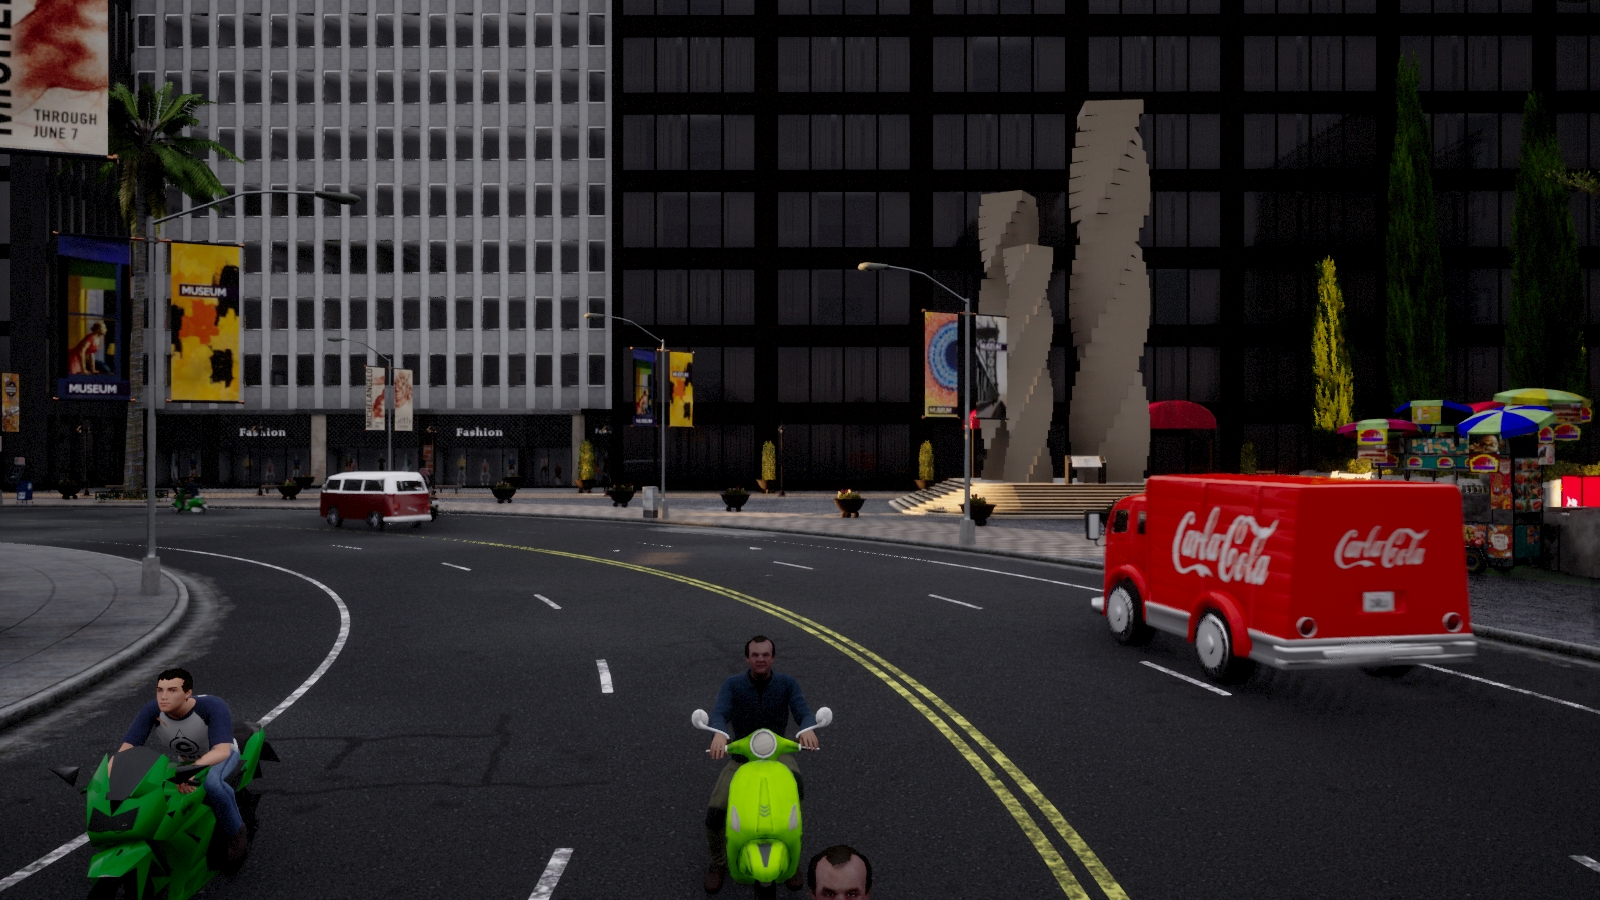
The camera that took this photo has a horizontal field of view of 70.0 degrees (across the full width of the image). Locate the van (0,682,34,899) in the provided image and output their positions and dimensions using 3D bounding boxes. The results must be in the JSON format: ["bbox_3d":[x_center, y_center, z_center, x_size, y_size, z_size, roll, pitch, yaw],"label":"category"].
[{"bbox_3d":[-3.531,1.783,1.506,2.069,2.038,4.480,0,0,-1],"label":"van"}]

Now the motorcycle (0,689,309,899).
[{"bbox_3d":[-3.697,2.213,6.785,0.803,1.145,2.033,0,0,-4],"label":"motorcycle"}]

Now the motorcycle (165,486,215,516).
[{"bbox_3d":[-26.345,2.182,49.340,1.805,1.236,0.856,0,1,14],"label":"motorcycle"}]

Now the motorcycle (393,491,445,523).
[{"bbox_3d":[-14.887,2.213,44.655,2.033,1.145,0.803,0,1,31],"label":"motorcycle"}]

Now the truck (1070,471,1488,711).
[{"bbox_3d":[5.908,1.568,15.092,2.627,2.467,5.204,0,0,-11],"label":"truck"}]

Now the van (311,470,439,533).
[{"bbox_3d":[-15.187,1.782,40.771,4.480,2.038,2.069,0,0,35],"label":"van"}]
